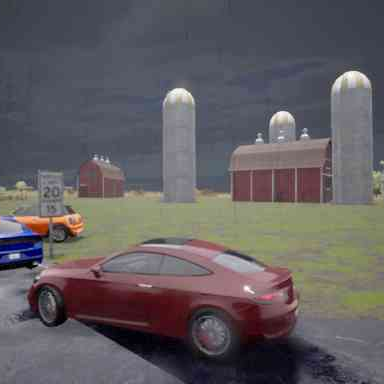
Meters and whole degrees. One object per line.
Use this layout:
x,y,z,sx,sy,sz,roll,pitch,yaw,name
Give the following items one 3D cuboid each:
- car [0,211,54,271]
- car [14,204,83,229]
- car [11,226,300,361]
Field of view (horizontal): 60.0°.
-6.339,1.481,10.141,5.008,1.535,1.882,0,0,43,car
-7.620,1.371,15.789,4.553,1.767,2.097,0,0,-3,car
-0.598,1.529,5.717,4.674,1.442,1.812,0,0,22,car
